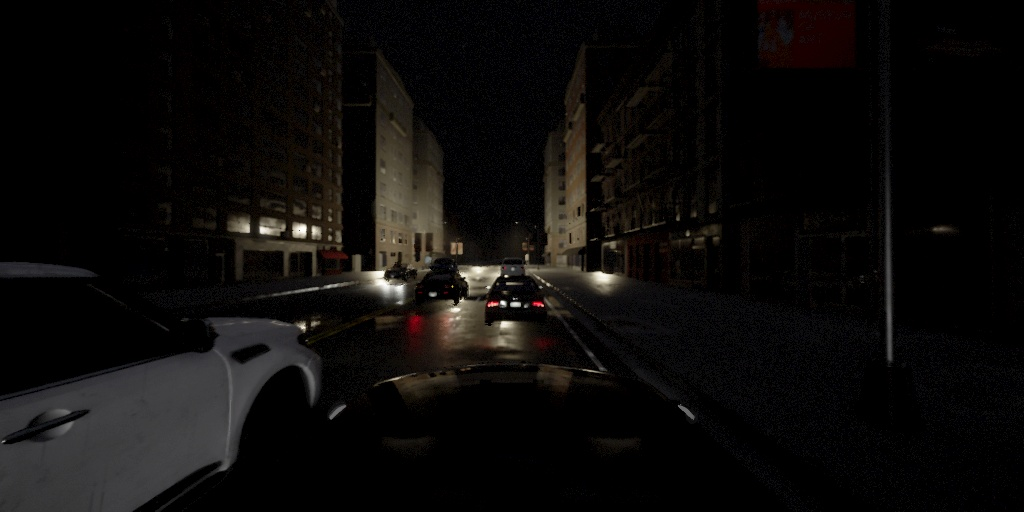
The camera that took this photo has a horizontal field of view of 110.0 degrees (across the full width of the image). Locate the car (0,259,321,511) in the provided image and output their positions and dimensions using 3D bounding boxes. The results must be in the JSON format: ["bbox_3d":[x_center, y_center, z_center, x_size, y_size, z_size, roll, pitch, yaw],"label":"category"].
[{"bbox_3d":[-3.149,0.973,1.530,2.150,2.045,5.566,0,0,0],"label":"car"}]

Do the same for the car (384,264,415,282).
[{"bbox_3d":[-9.870,1.446,32.060,2.128,1.511,4.902,0,0,0],"label":"car"}]

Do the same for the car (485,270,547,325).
[{"bbox_3d":[0.094,1.365,12.143,2.033,1.411,5.357,0,0,0],"label":"car"}]

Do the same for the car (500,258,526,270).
[{"bbox_3d":[0.079,1.186,33.180,2.150,2.045,5.566,0,0,0],"label":"car"}]

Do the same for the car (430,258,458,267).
[{"bbox_3d":[-6.623,1.198,35.120,2.150,2.045,5.566,0,0,0],"label":"car"}]

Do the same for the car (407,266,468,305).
[{"bbox_3d":[-3.158,1.373,16.612,1.812,1.442,4.674,0,0,0],"label":"car"}]
